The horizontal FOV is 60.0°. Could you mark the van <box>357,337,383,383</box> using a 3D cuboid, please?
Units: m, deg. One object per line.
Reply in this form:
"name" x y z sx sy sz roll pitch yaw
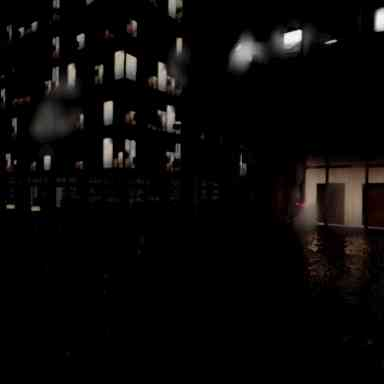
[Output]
"van" 2.625 1.354 0.990 3.998 1.788 1.690 1 1 36
